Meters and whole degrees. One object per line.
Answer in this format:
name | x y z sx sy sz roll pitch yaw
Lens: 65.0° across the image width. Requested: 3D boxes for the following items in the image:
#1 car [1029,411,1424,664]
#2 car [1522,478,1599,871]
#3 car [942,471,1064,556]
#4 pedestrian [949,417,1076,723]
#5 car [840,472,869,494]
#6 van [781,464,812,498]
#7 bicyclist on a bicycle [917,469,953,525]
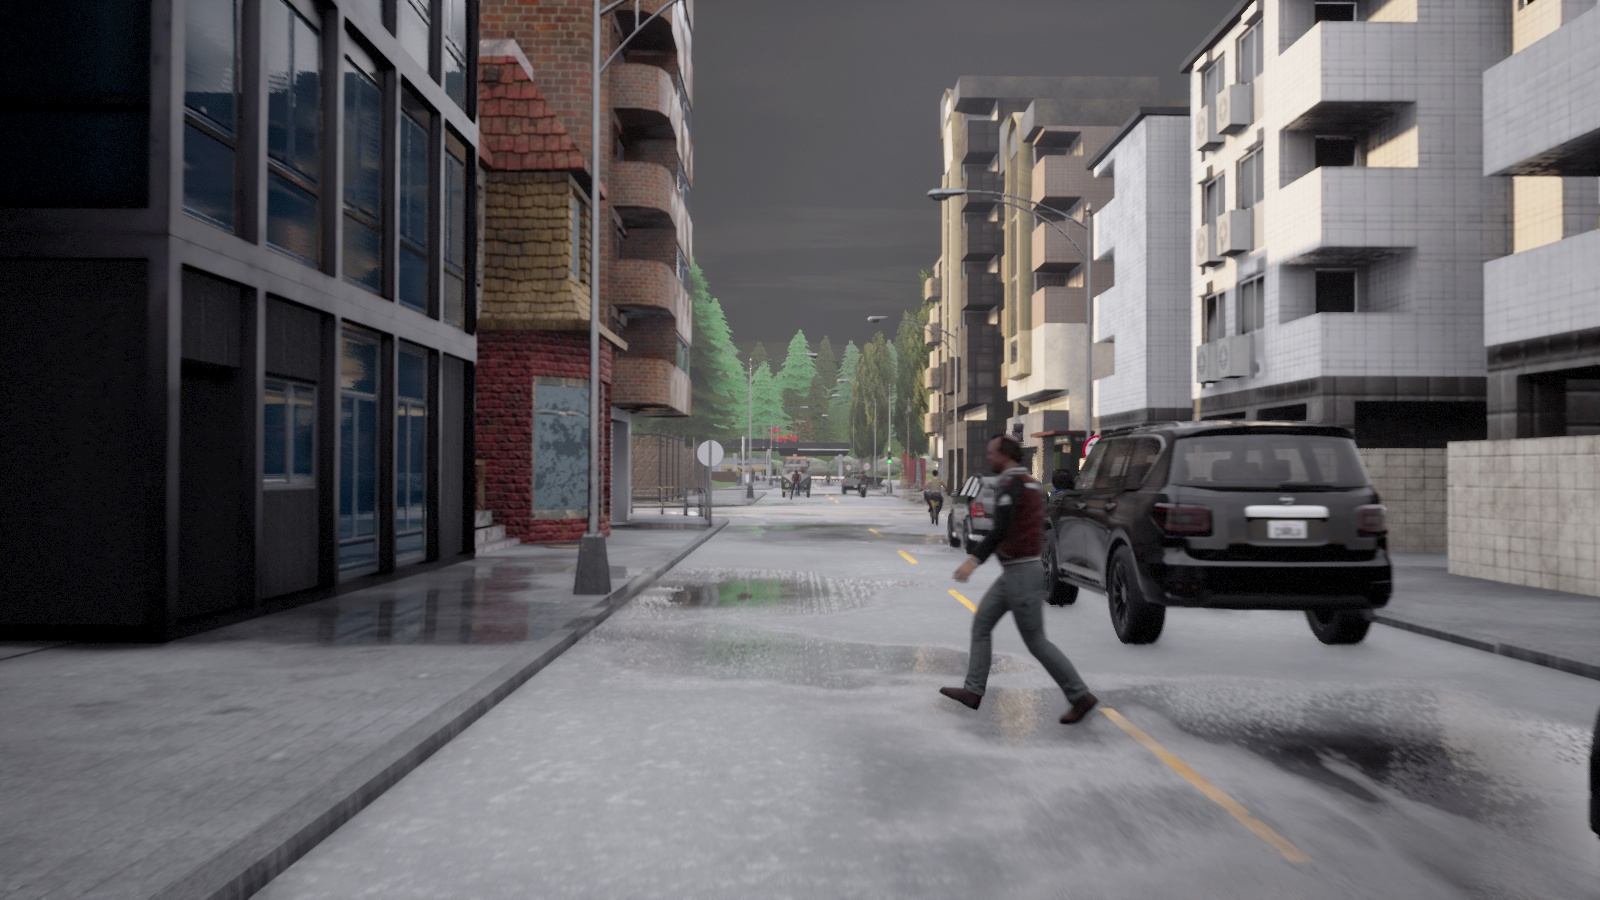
car | 3.966 0.738 12.967 2.150 2.045 5.566 0 -1 0
car | 3.992 0.820 3.313 1.970 1.475 3.806 0 -1 0
car | 3.938 1.195 24.893 1.789 1.549 3.705 0 -1 0
pedestrian | 1.342 0.732 7.907 0.720 1.854 0.376 -1 -1 20
car | 3.739 2.267 86.690 1.845 1.501 3.633 0 -1 0
van | -0.223 1.831 75.328 1.775 1.987 4.442 0 -1 0
bicyclist on a bicycle | 3.912 1.348 36.513 0.866 1.612 1.509 0 -1 0
